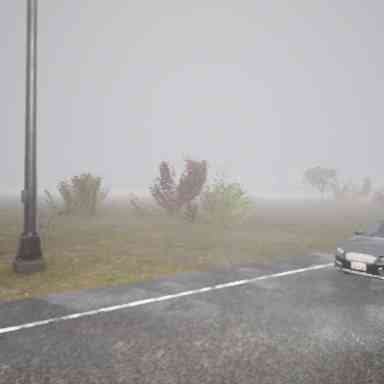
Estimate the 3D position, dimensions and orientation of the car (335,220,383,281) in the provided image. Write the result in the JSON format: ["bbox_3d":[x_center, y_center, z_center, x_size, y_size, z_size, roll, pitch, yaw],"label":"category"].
[{"bbox_3d":[6.012,1.534,9.418,4.902,1.511,2.128,1,0,-35],"label":"car"}]
